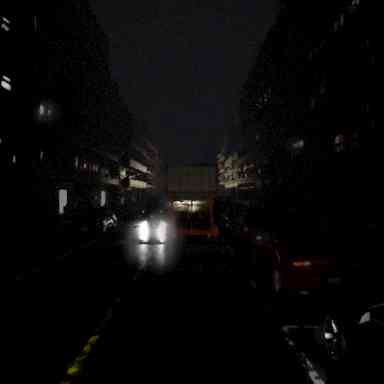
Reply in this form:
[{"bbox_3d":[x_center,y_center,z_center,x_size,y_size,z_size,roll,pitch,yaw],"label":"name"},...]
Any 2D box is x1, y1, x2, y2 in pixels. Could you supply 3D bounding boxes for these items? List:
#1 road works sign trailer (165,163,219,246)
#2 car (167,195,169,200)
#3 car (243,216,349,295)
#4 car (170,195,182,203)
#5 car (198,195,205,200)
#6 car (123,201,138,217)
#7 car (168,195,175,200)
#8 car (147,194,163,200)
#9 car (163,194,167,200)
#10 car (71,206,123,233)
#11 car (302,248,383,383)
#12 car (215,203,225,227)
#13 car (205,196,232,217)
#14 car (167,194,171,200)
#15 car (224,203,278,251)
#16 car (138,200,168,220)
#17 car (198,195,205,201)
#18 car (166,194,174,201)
[{"bbox_3d":[-0.003,0.470,15.306,2.380,3.560,2.880,0,0,0],"label":"road works sign trailer"},{"bbox_3d":[-5.701,1.590,59.267,1.802,1.307,4.206,0,0,0],"label":"car"},{"bbox_3d":[2.690,1.548,8.537,1.887,1.381,4.507,0,0,0],"label":"car"},{"bbox_3d":[-3.014,1.520,69.915,1.812,1.442,4.674,0,0,0],"label":"car"},{"bbox_3d":[2.674,1.548,93.083,1.887,1.381,4.507,0,0,0],"label":"car"},{"bbox_3d":[-5.695,1.534,30.914,1.752,1.417,4.829,0,0,0],"label":"car"},{"bbox_3d":[-5.706,1.548,93.086,1.887,1.381,4.507,0,0,0],"label":"car"},{"bbox_3d":[-5.698,1.449,47.994,1.967,1.590,4.097,0,0,0],"label":"car"},{"bbox_3d":[-5.698,1.324,53.631,2.192,1.841,5.009,0,0,0],"label":"car"},{"bbox_3d":[-5.694,1.573,19.811,1.947,1.339,4.313,0,0,0],"label":"car"},{"bbox_3d":[2.690,1.567,2.900,1.947,1.339,4.313,0,0,0],"label":"car"},{"bbox_3d":[2.688,1.557,19.809,2.008,1.369,4.403,0,0,0],"label":"car"},{"bbox_3d":[2.687,1.323,31.082,2.192,1.841,5.009,0,0,0],"label":"car"},{"bbox_3d":[-5.703,1.321,81.813,2.192,1.841,5.009,0,0,0],"label":"car"},{"bbox_3d":[2.689,1.445,14.174,1.967,1.590,4.097,0,0,0],"label":"car"},{"bbox_3d":[-3.106,1.609,28.299,1.895,1.301,4.718,0,0,0],"label":"car"},{"bbox_3d":[2.676,1.531,81.980,1.752,1.417,4.829,0,0,0],"label":"car"},{"bbox_3d":[-5.705,1.445,87.448,1.967,1.590,4.097,0,0,0],"label":"car"}]
